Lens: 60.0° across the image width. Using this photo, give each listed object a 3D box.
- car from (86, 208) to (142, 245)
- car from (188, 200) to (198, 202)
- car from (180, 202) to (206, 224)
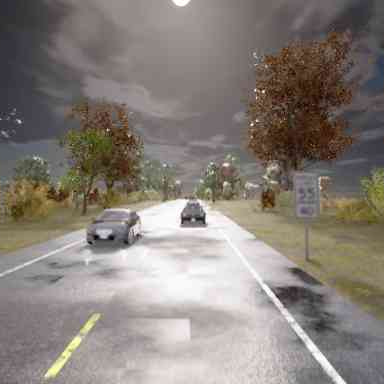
[{"bbox_3d":[-3.581,1.556,15.988,2.128,1.511,4.902,0,0,0],"label":"car"},{"bbox_3d":[0.109,1.754,43.600,1.812,1.442,4.674,0,0,0],"label":"car"},{"bbox_3d":[0.093,1.717,26.153,1.895,1.301,4.718,0,0,0],"label":"car"}]
